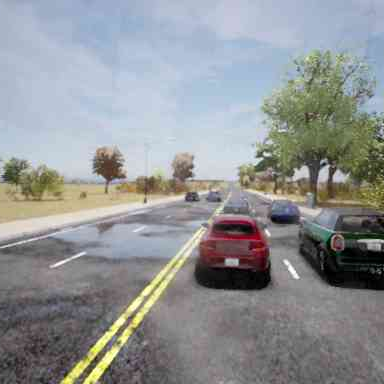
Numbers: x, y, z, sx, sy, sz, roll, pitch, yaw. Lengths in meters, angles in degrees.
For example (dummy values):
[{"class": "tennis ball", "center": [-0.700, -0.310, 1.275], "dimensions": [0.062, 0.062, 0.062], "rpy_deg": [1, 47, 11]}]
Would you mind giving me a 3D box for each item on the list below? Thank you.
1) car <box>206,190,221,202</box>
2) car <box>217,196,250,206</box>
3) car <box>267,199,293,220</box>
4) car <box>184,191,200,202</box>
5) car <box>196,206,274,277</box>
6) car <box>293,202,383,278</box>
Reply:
[{"class": "car", "center": [3.286, 0.550, 49.578], "dimensions": [2.097, 1.767, 4.553], "rpy_deg": [1, 1, 8]}, {"class": "car", "center": [3.202, 1.185, 24.123], "dimensions": [2.033, 1.411, 5.357], "rpy_deg": [1, 1, 8]}, {"class": "car", "center": [6.418, 1.232, 23.663], "dimensions": [2.033, 1.411, 5.357], "rpy_deg": [1, 1, 8]}, {"class": "car", "center": [0.027, 0.660, 49.756], "dimensions": [1.837, 1.490, 4.892], "rpy_deg": [1, 1, 8]}, {"class": "car", "center": [1.234, 1.379, 9.783], "dimensions": [1.812, 1.442, 4.674], "rpy_deg": [1, 1, 8]}, {"class": "car", "center": [4.525, 1.246, 9.810], "dimensions": [2.097, 1.767, 4.553], "rpy_deg": [1, 1, 8]}]
